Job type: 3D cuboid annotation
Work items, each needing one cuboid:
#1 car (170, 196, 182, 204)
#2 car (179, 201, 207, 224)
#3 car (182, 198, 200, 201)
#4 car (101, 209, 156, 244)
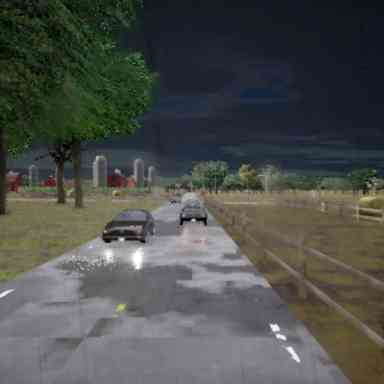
[{"bbox_3d":[-2.747,1.469,59.424,1.837,1.490,4.892,0,0,0],"label":"car"},{"bbox_3d":[0.103,1.586,24.295,1.895,1.301,4.718,0,0,0],"label":"car"},{"bbox_3d":[0.103,1.517,42.388,1.994,1.385,4.181,0,0,0],"label":"car"},{"bbox_3d":[-2.849,1.539,16.121,2.033,1.411,5.357,0,0,0],"label":"car"}]
